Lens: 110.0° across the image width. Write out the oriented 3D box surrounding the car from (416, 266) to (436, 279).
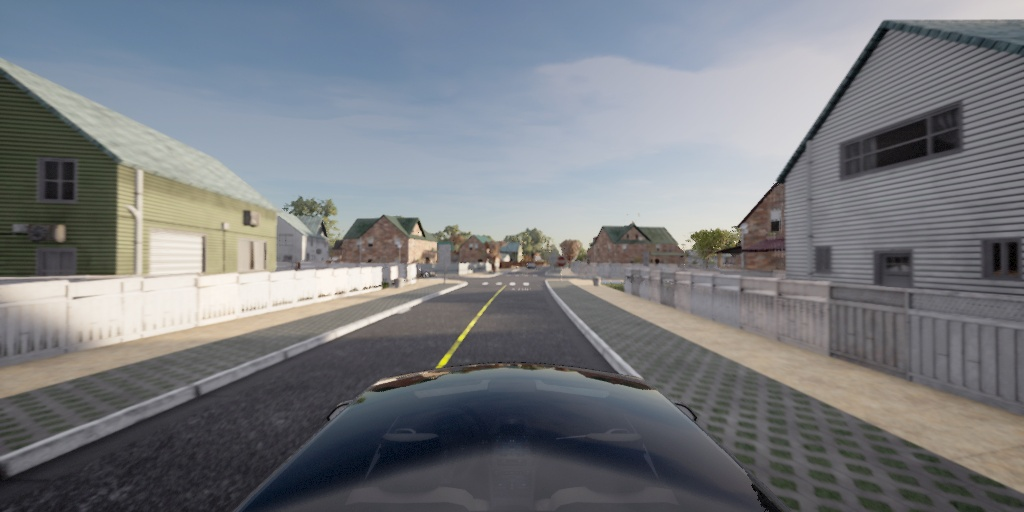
[{"bbox_3d":[-10.041,1.613,35.644,4.902,1.511,2.128,2,-1,-13],"label":"car"}]
